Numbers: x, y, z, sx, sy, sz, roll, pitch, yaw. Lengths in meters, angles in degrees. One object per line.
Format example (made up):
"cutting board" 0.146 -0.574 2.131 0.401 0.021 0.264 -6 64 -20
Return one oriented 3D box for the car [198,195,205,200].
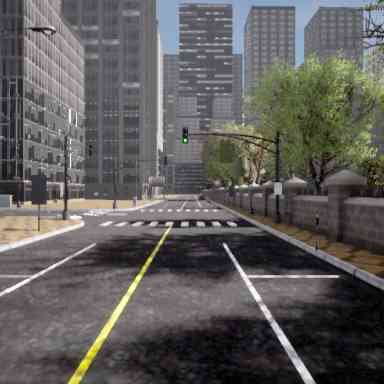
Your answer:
"car" 2.750 1.497 93.061 1.837 1.490 4.892 0 0 0
